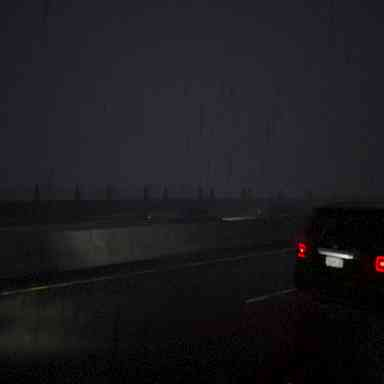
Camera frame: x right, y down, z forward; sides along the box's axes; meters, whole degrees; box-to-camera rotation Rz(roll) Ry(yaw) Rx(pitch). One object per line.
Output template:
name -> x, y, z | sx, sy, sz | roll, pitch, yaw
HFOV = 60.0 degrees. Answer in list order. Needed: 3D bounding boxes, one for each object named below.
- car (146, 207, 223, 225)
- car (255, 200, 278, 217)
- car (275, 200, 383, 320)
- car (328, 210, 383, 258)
car -> -0.437, 1.614, 20.872 | 4.718, 1.301, 1.895 | 0, 0, -35
car -> 8.016, 1.532, 31.185 | 4.902, 1.511, 2.128 | 0, 0, -35
car -> 4.491, 1.230, 6.947 | 5.566, 2.045, 2.150 | 0, 0, -35
car -> 8.120, 1.566, 13.833 | 5.357, 1.411, 2.033 | 0, 0, -35
